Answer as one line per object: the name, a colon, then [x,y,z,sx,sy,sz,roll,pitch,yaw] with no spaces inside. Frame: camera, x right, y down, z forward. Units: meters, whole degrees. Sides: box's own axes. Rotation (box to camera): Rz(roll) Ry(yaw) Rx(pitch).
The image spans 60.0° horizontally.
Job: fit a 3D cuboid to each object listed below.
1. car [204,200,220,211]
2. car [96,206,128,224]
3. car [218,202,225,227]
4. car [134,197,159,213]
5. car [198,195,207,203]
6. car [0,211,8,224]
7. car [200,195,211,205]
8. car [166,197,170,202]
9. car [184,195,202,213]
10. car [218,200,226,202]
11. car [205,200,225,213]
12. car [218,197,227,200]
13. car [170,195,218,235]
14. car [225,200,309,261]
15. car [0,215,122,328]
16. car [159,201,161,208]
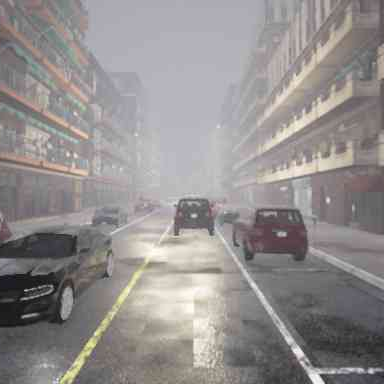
car: [2.713,1.757,45.804,1.947,1.339,4.313,1,0,0]
car: [-5.673,1.663,23.568,1.947,1.339,4.313,1,0,0]
car: [2.707,1.648,23.532,2.008,1.369,4.403,1,0,0]
car: [-5.665,1.483,40.272,2.192,1.841,5.009,1,0,0]
car: [2.727,1.678,84.780,2.192,1.841,5.009,1,0,0]
car: [-5.674,1.343,6.865,2.192,1.841,5.009,1,0,0]
car: [2.722,1.603,68.077,2.192,1.841,5.009,1,0,0]
car: [-5.657,1.914,84.814,2.008,1.369,4.403,1,0,0]
car: [0.112,1.391,40.516,2.150,2.045,5.566,0,0,0]
car: [2.709,1.665,29.100,1.887,1.381,4.507,1,0,0]
car: [2.712,1.718,40.236,2.008,1.369,4.403,1,0,0]
car: [2.713,1.459,34.668,2.192,1.841,5.009,1,0,0]
car: [0.104,1.302,19.368,2.150,2.045,5.566,0,0,0]
car: [2.708,1.366,12.398,2.192,1.841,5.009,1,0,0]
car: [-3.097,1.508,7.401,1.882,1.535,5.008,0,0,0]
car: [-5.666,1.798,51.407,1.802,1.307,4.206,1,0,0]
